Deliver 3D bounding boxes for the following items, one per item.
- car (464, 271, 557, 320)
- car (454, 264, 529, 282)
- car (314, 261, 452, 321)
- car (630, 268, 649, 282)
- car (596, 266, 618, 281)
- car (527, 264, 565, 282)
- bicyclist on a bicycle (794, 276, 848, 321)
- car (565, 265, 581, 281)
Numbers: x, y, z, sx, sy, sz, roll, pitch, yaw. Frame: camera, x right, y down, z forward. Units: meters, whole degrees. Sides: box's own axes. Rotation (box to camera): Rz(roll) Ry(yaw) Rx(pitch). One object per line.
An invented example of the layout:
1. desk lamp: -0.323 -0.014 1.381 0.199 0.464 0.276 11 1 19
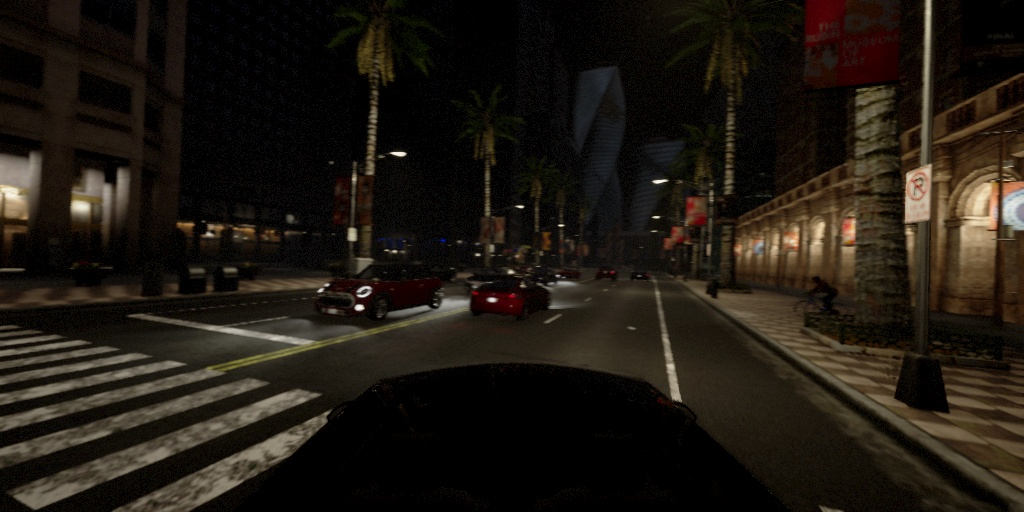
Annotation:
1. car: 0.081 1.427 13.386 1.994 1.385 4.181 2 -1 21
2. car: -1.005 1.384 20.805 2.128 1.511 4.902 2 -1 21
3. car: -4.300 1.039 12.335 2.097 1.767 4.553 2 -1 21
4. car: 15.163 2.273 42.590 1.994 1.385 4.181 2 -1 21
5. car: 11.156 1.902 41.880 2.097 1.767 4.553 2 -1 21
6. car: 2.548 1.660 29.906 2.033 1.411 5.357 2 -1 22
7. bicyclist on a bicycle: 11.646 1.601 13.521 1.656 1.620 0.582 2 0 21
8. car: 6.163 1.937 39.094 1.895 1.301 4.718 2 -1 22
